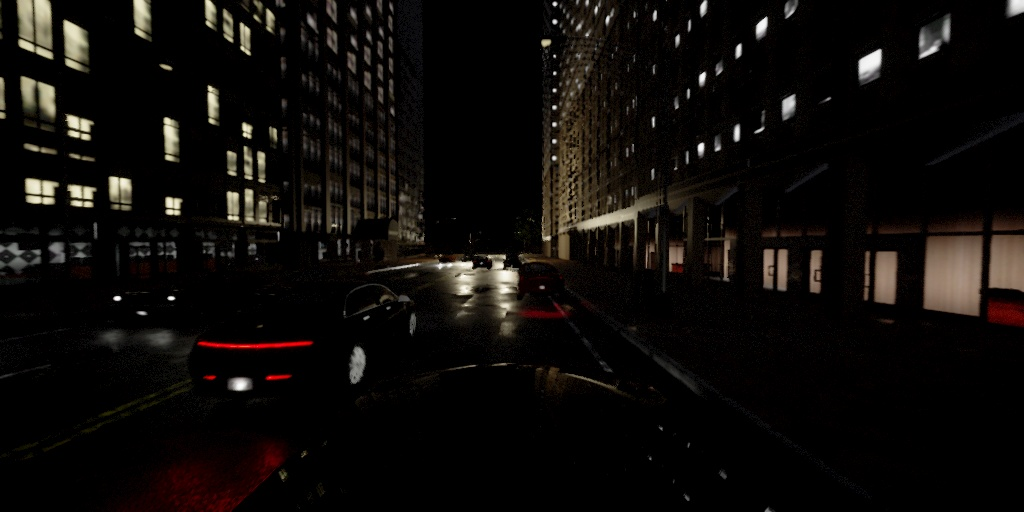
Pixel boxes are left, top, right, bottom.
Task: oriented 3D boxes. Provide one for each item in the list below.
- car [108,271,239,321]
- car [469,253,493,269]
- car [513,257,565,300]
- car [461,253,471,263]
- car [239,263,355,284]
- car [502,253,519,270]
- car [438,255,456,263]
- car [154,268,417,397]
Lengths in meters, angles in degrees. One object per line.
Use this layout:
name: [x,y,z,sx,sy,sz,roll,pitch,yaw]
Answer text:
car: [-9.848,1.178,11.748,1.895,1.301,4.718,0,1,0]
car: [-3.148,0.666,39.042,1.994,1.385,4.181,0,1,0]
car: [1.138,0.983,15.960,1.882,1.535,5.008,0,1,0]
car: [-6.548,0.328,54.570,1.837,1.490,4.892,0,1,1]
car: [-6.597,1.042,12.505,1.882,1.535,5.008,0,1,0]
car: [0.023,0.651,36.569,1.837,1.490,4.892,0,1,1]
car: [-9.792,0.432,54.212,1.895,1.301,4.718,0,1,1]
car: [-3.152,1.173,6.573,1.837,1.490,4.892,0,1,0]
